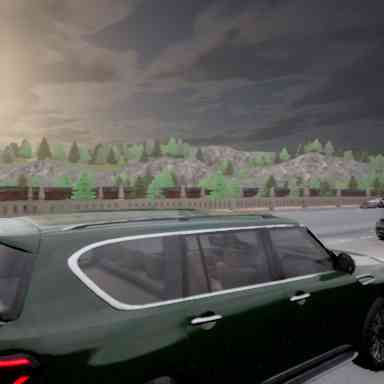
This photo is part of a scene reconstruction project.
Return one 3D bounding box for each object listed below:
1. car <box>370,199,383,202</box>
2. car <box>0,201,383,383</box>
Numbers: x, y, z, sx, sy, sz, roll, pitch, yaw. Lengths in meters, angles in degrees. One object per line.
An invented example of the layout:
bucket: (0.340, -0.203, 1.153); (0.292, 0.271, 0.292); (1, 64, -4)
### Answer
car: (22.084, 1.528, 39.555); (4.674, 1.442, 1.812); (0, 0, -27)
car: (0.359, 1.222, 4.002); (5.566, 2.045, 2.150); (0, 0, -35)
